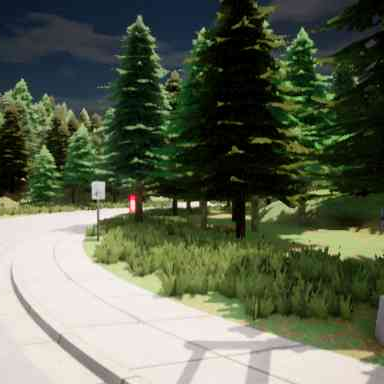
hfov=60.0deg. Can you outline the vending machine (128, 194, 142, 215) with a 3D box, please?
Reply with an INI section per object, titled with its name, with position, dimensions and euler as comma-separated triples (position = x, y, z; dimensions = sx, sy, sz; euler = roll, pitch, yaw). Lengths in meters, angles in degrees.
[vending machine]
position = -5.801, 1.283, 33.962
dimensions = 1.100, 2.100, 0.880
euler = 0, 0, 16
